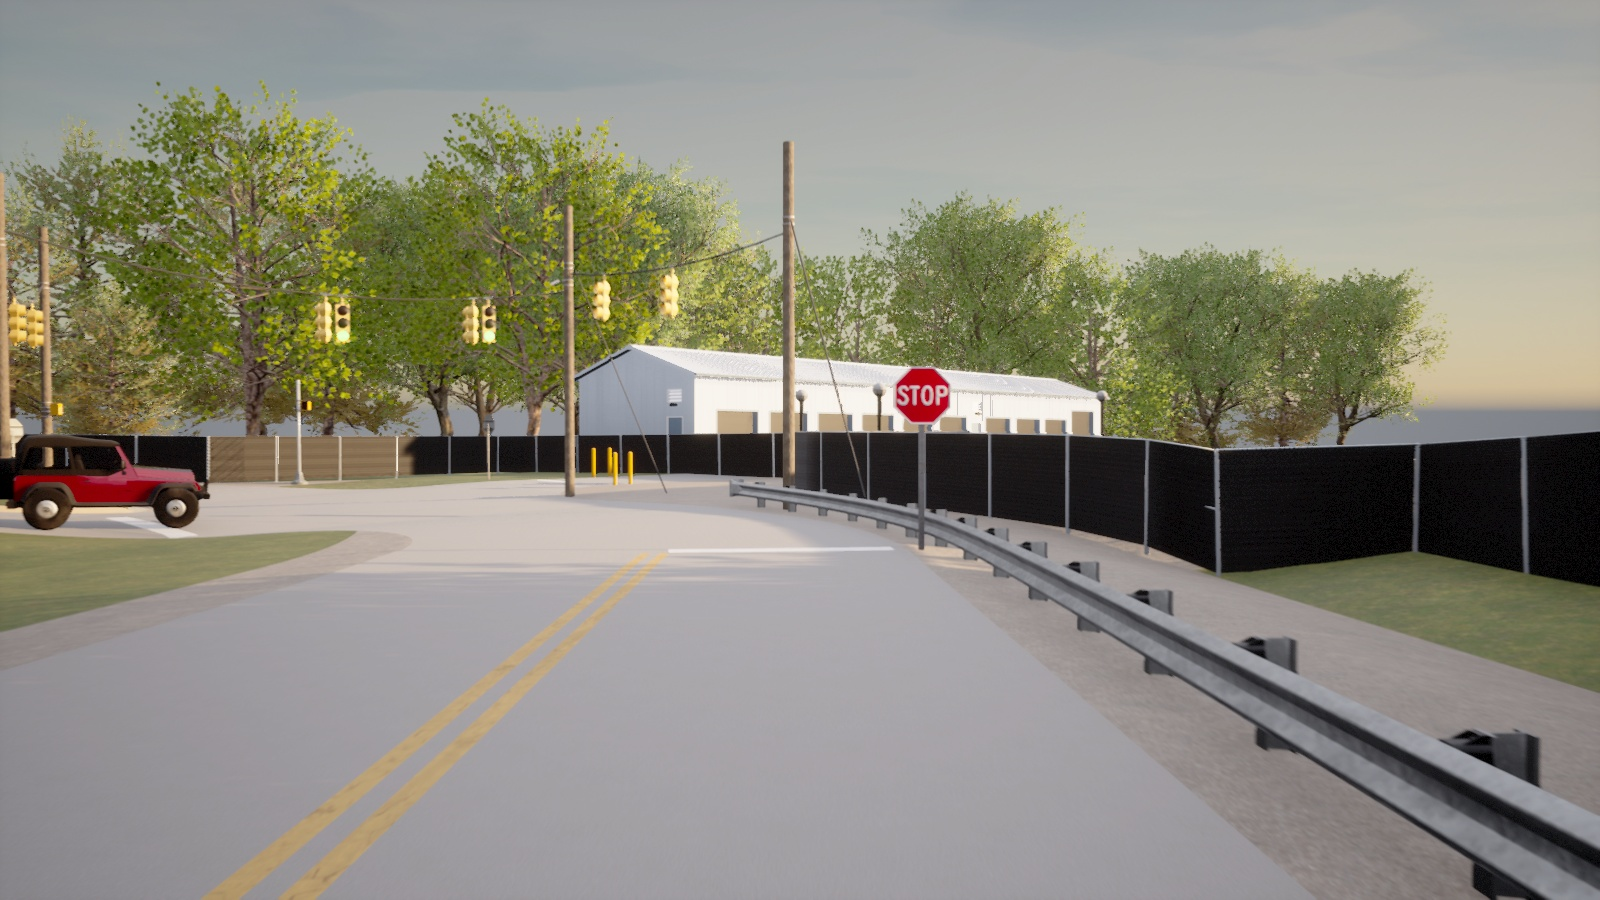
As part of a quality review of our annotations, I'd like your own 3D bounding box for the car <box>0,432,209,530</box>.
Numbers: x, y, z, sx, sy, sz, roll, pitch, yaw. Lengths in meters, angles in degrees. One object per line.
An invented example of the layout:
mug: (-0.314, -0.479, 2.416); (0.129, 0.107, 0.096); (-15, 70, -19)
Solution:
car: (-14.392, 0.614, 25.923); (3.866, 1.878, 1.905); (1, 1, -28)
